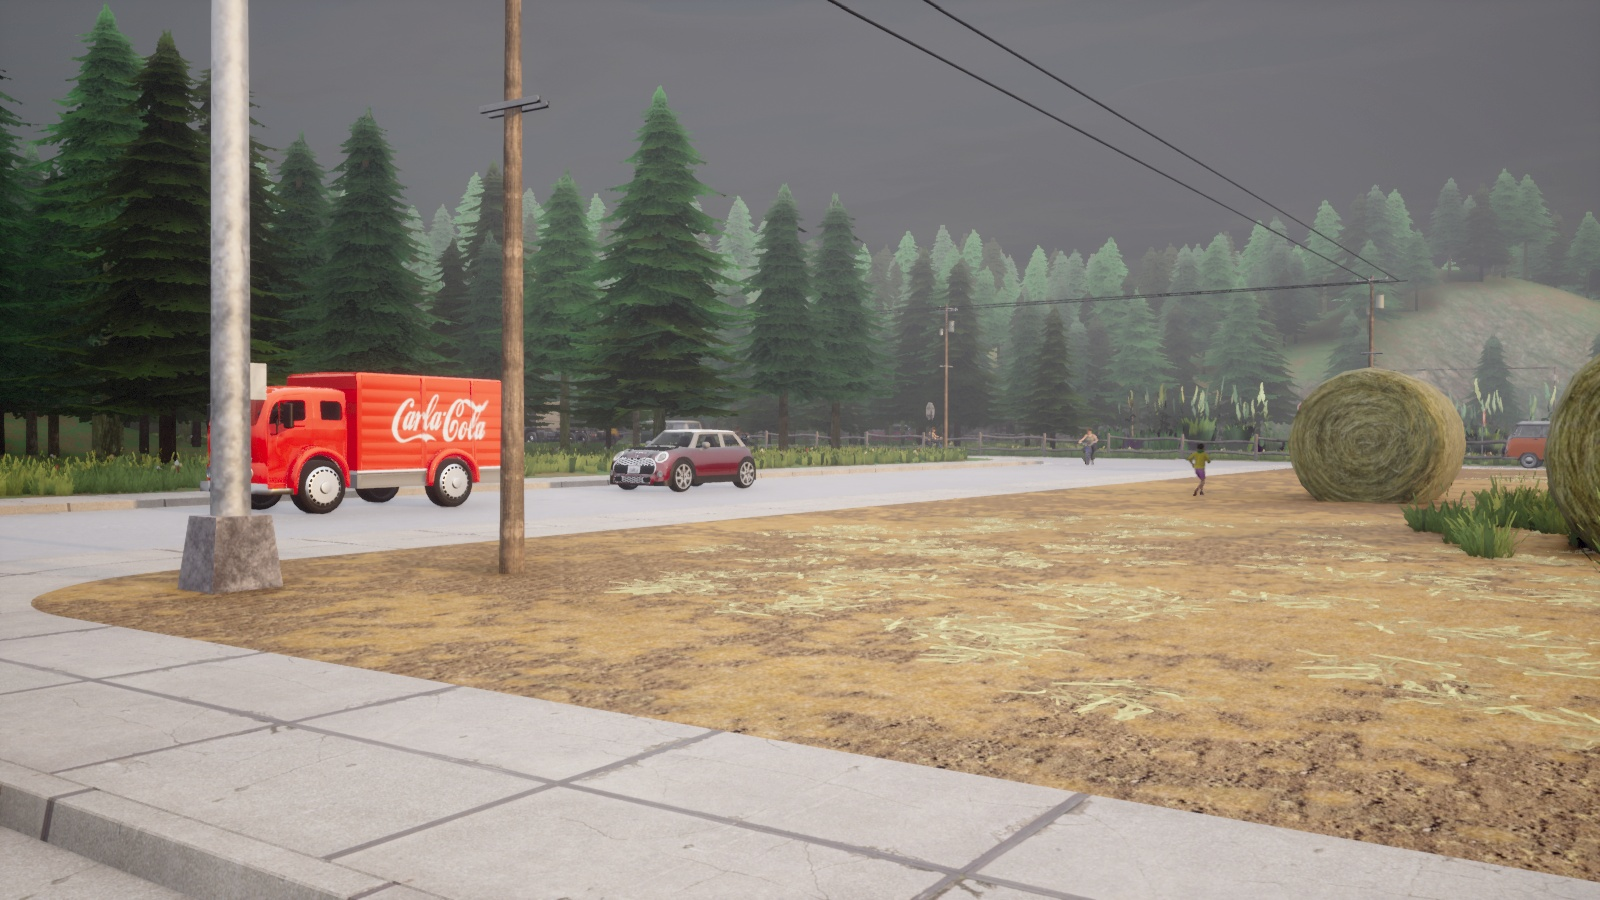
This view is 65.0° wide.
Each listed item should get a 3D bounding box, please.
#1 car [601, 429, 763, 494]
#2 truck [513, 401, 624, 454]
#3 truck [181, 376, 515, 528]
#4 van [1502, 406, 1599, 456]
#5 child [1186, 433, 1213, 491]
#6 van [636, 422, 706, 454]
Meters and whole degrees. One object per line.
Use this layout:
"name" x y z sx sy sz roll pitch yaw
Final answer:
"car" -2.830 0.238 30.845 1.970 1.475 3.806 0 1 35
"truck" -16.093 -1.525 87.022 7.936 3.462 2.891 0 1 36
"truck" -8.143 -0.019 23.156 2.627 2.467 5.204 0 1 35
"van" 31.444 -0.776 51.509 4.442 1.987 1.775 0 1 37
"child" 8.118 0.245 25.513 0.473 1.160 0.299 -1 1 -38
"van" -8.398 -0.790 81.489 4.442 1.987 1.775 0 1 36
